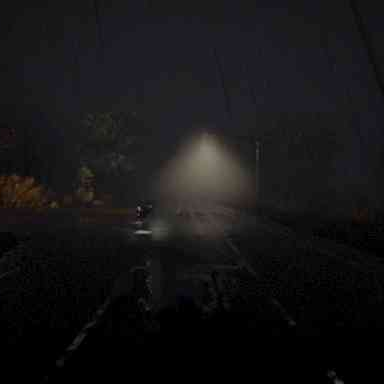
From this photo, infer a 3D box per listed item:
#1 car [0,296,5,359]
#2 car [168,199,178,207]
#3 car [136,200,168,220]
[{"bbox_3d":[-3.501,1.374,2.455,2.097,1.767,4.553,0,0,0],"label":"car"},{"bbox_3d":[-3.708,1.982,60.187,1.812,1.442,4.674,0,0,-1],"label":"car"},{"bbox_3d":[-3.510,1.446,28.809,2.097,1.767,4.553,1,-2,0],"label":"car"}]
